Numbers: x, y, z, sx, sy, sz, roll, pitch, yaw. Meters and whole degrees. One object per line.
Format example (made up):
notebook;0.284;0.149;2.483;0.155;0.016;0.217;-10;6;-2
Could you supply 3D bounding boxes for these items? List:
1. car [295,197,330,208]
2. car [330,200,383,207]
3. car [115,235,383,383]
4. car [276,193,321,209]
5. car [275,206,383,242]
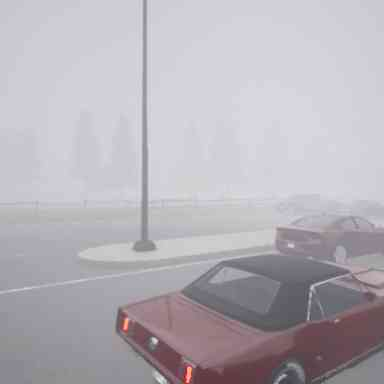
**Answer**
car;12.174;1.448;30.217;5.357;1.411;2.033;0;0;-34
car;13.873;1.407;27.146;4.902;1.511;2.128;0;0;-34
car;1.490;1.584;4.664;4.718;1.301;1.895;0;0;-35
car;10.929;1.167;33.590;5.566;2.045;2.150;0;0;-34
car;4.988;1.440;11.305;5.008;1.535;1.882;0;0;-34
